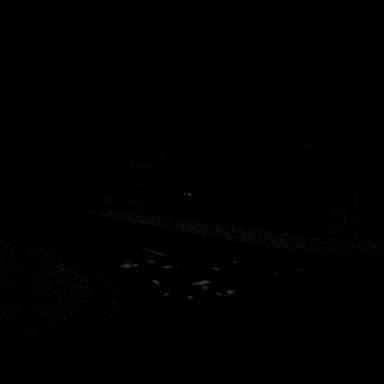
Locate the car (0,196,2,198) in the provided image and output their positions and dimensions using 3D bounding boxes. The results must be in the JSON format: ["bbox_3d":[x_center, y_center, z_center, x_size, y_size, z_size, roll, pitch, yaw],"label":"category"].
[{"bbox_3d":[-24.332,1.342,42.777,1.837,1.490,4.892,-1,1,-35],"label":"car"}]
